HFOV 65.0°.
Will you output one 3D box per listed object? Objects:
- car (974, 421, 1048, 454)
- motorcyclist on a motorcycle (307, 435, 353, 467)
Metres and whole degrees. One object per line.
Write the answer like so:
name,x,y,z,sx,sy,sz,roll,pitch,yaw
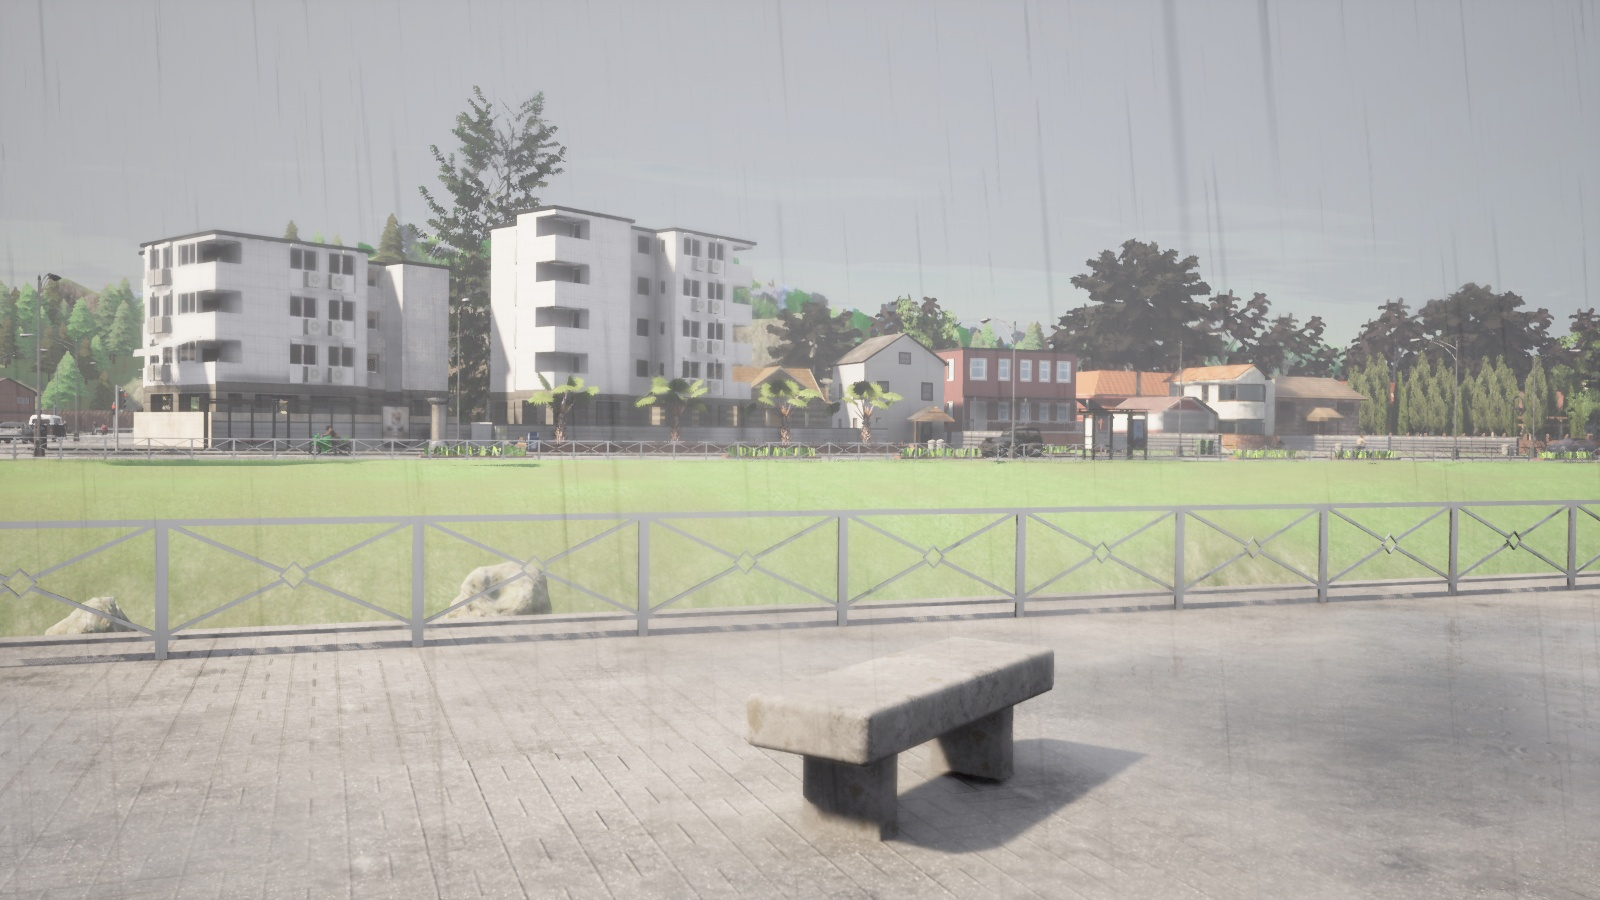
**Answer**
car,12.538,-0.754,74.541,3.866,1.878,1.905,-1,1,-21
motorcyclist on a motorcycle,-22.863,0.033,61.111,2.044,1.523,0.797,-1,1,-21
